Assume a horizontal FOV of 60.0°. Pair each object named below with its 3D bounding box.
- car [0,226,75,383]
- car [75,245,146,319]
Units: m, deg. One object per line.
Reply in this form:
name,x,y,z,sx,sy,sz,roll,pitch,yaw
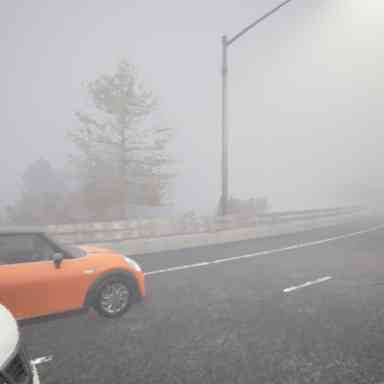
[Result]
car,-3.620,1.234,1.293,5.566,2.045,2.150,0,0,-34
car,-3.120,1.403,6.008,4.553,1.767,2.097,0,-1,-36
